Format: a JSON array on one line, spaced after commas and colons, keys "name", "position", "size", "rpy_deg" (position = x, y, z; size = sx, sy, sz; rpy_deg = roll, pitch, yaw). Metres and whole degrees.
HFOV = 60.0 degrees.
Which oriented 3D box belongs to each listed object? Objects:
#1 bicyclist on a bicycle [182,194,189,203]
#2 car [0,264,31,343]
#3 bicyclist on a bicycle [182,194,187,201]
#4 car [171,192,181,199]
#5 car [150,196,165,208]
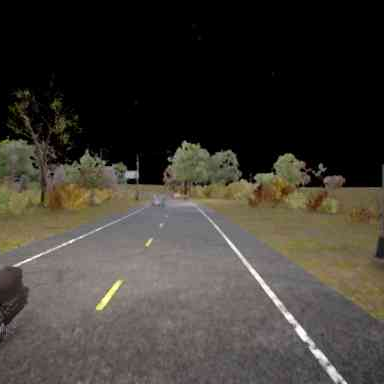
[{"name": "bicyclist on a bicycle", "position": [-1.029, 1.198, 61.975], "size": [0.866, 1.612, 1.509], "rpy_deg": [0, 0, -4]}, {"name": "car", "position": [-3.615, 1.538, 3.228], "size": [2.033, 1.411, 5.357], "rpy_deg": [0, 0, 0]}, {"name": "bicyclist on a bicycle", "position": [-1.640, 1.159, 71.022], "size": [0.866, 1.612, 1.509], "rpy_deg": [0, 0, -4]}, {"name": "car", "position": [-3.965, 0.970, 87.914], "size": [2.097, 1.767, 4.553], "rpy_deg": [0, 0, -5]}, {"name": "car", "position": [-4.702, 1.326, 45.958], "size": [2.128, 1.511, 4.902], "rpy_deg": [0, 0, -2]}]
